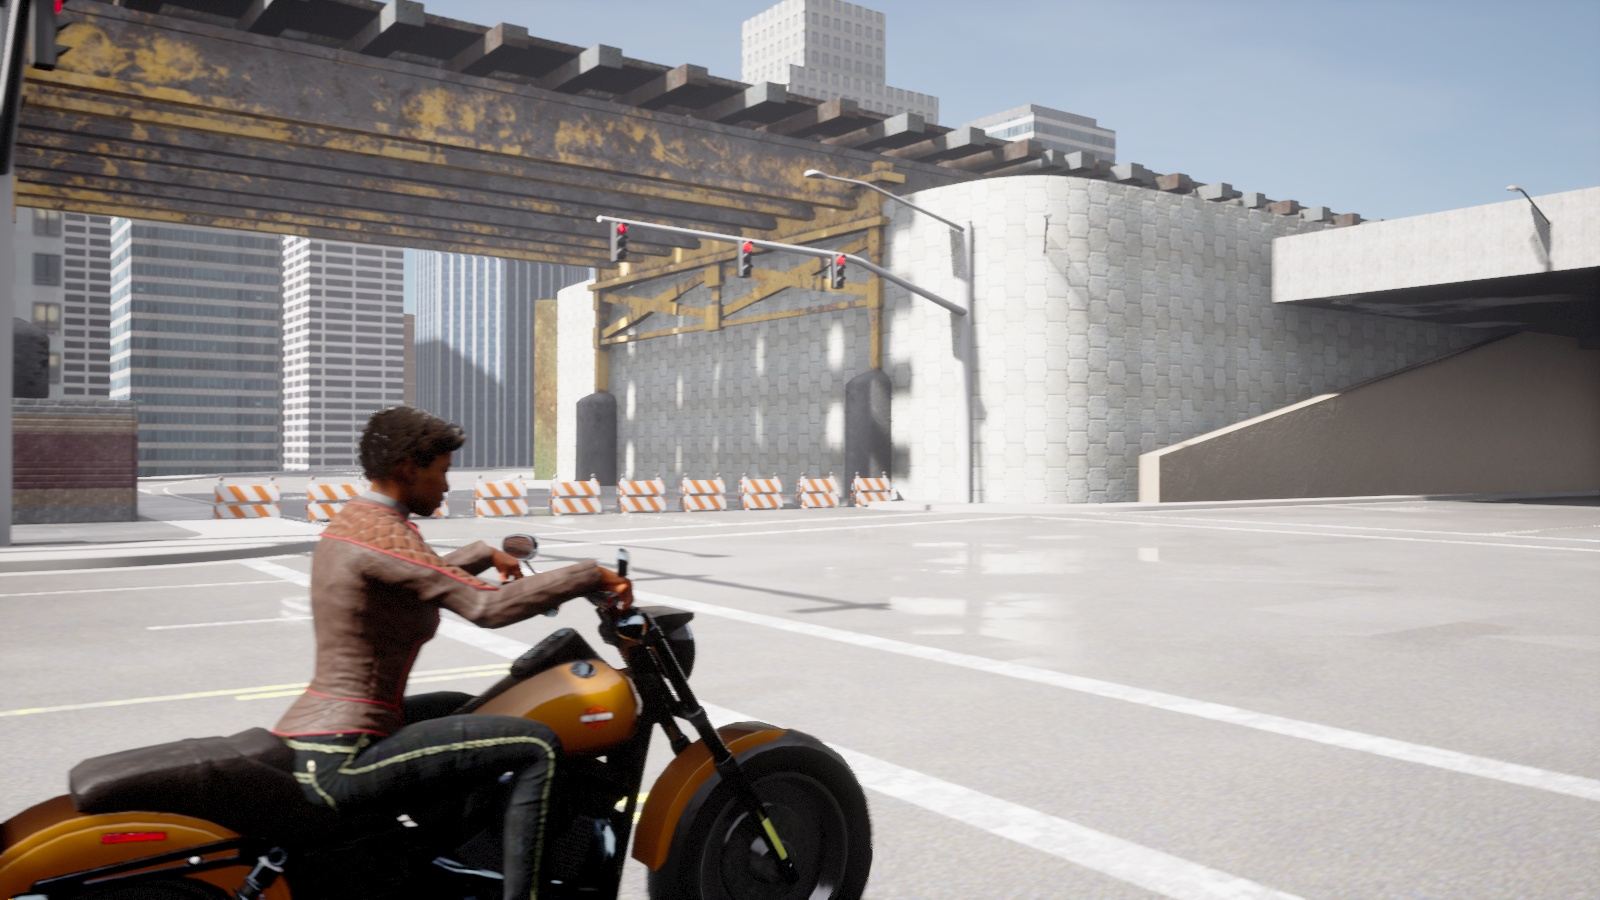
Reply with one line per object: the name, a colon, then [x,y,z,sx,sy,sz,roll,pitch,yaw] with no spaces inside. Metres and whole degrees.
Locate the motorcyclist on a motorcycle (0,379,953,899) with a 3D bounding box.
motorcyclist on a motorcycle: [-0.764,0.708,3.126,2.350,1.649,0.766,0,0,-34]
